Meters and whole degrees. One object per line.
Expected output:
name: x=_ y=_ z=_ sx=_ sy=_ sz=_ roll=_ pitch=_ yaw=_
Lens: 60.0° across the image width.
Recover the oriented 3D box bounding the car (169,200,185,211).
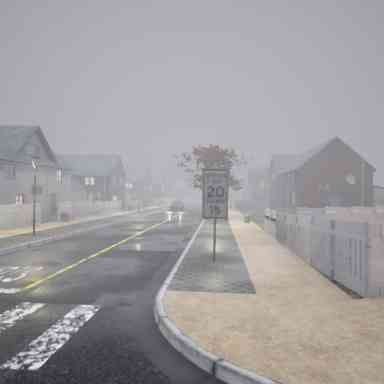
car: x=-2.139 y=1.977 z=47.832 sx=1.837 sy=1.490 sz=4.892 roll=1 pitch=-1 yaw=5
